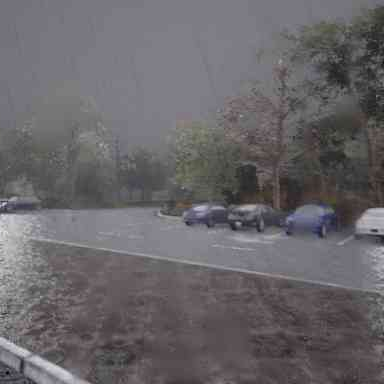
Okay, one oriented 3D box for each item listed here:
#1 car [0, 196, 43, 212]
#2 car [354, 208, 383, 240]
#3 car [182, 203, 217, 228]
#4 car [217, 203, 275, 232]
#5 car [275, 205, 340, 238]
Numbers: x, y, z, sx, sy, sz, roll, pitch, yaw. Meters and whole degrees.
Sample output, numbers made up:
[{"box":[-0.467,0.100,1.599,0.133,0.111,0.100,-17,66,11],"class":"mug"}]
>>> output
[{"box":[-18.577,1.204,35.836,2.185,1.767,4.553,0,0,35],"class":"car"},{"box":[9.107,1.489,16.041,2.002,1.452,4.674,0,0,36],"class":"car"},{"box":[1.212,1.455,21.673,2.002,1.452,4.674,0,0,36],"class":"car"},{"box":[3.877,1.427,19.768,2.231,1.521,4.892,0,0,36],"class":"car"},{"box":[6.549,1.438,17.876,2.097,1.535,5.008,0,0,36],"class":"car"}]
